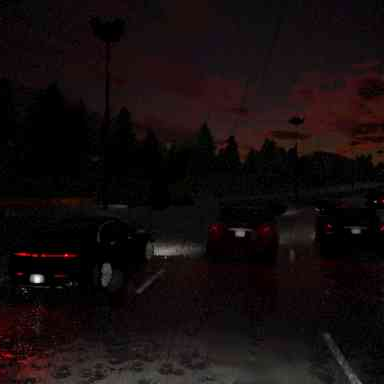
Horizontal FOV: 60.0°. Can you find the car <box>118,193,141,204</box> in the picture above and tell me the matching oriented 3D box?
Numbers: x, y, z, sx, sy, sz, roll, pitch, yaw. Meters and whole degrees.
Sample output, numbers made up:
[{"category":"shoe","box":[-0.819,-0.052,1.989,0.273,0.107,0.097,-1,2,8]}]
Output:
[{"category":"car","box":[-7.659,0.956,44.816,1.837,1.490,4.892,1,1,38]}]

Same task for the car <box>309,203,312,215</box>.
[{"category":"car","box":[12.044,1.253,29.978,1.837,1.490,4.892,1,2,37]}]

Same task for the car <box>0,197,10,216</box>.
[{"category":"car","box":[-16.100,1.121,24.470,1.812,1.442,4.674,1,1,23]}]

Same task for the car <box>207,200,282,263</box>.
[{"category":"car","box":[1.996,1.234,11.873,2.097,1.767,4.553,1,1,16]}]

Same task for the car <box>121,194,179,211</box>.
[{"category":"car","box":[-3.924,1.180,32.044,2.033,1.411,5.357,1,1,35]}]

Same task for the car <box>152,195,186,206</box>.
[{"category":"car","box":[-3.054,1.060,45.029,1.895,1.301,4.718,1,1,38]}]

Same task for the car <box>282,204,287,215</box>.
[{"category":"car","box":[6.501,1.348,28.527,1.895,1.301,4.718,1,1,36]}]

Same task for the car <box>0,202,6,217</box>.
[{"category":"car","box":[-13.998,1.208,19.899,2.033,1.411,5.357,1,1,19]}]

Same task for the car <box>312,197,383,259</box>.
[{"category":"car","box":[5.867,1.257,12.581,2.097,1.767,4.553,1,1,18]}]

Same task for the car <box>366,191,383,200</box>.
[{"category":"car","box":[18.540,0.938,32.722,2.150,2.045,5.566,1,2,38]}]

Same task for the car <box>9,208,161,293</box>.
[{"category":"car","box":[-2.459,1.382,8.650,1.837,1.490,4.892,0,0,11]}]

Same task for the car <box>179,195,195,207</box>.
[{"category":"car","box":[-1.526,1.089,41.302,1.994,1.385,4.181,1,1,38]}]
